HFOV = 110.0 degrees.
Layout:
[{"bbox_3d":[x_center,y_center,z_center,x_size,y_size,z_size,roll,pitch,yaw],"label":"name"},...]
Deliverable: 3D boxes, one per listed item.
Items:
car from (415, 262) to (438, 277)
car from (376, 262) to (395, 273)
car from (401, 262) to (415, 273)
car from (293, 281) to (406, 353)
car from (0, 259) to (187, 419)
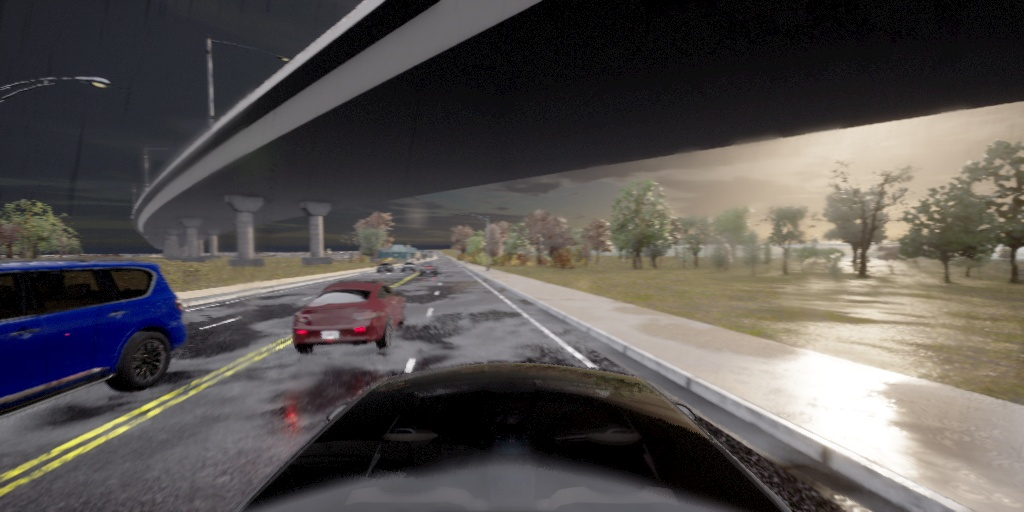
[{"bbox_3d":[-9.247,1.459,40.098,2.128,1.511,4.902,-1,0,-10],"label":"car"},{"bbox_3d":[-17.785,1.640,50.463,1.812,1.442,4.674,-1,0,-10],"label":"car"},{"bbox_3d":[-14.587,1.597,51.041,1.812,1.442,4.674,-1,0,-10],"label":"car"},{"bbox_3d":[-3.849,1.345,9.099,1.812,1.442,4.674,-1,0,-10],"label":"car"},{"bbox_3d":[-6.470,1.066,3.935,2.150,2.045,5.566,-1,0,-10],"label":"car"}]
